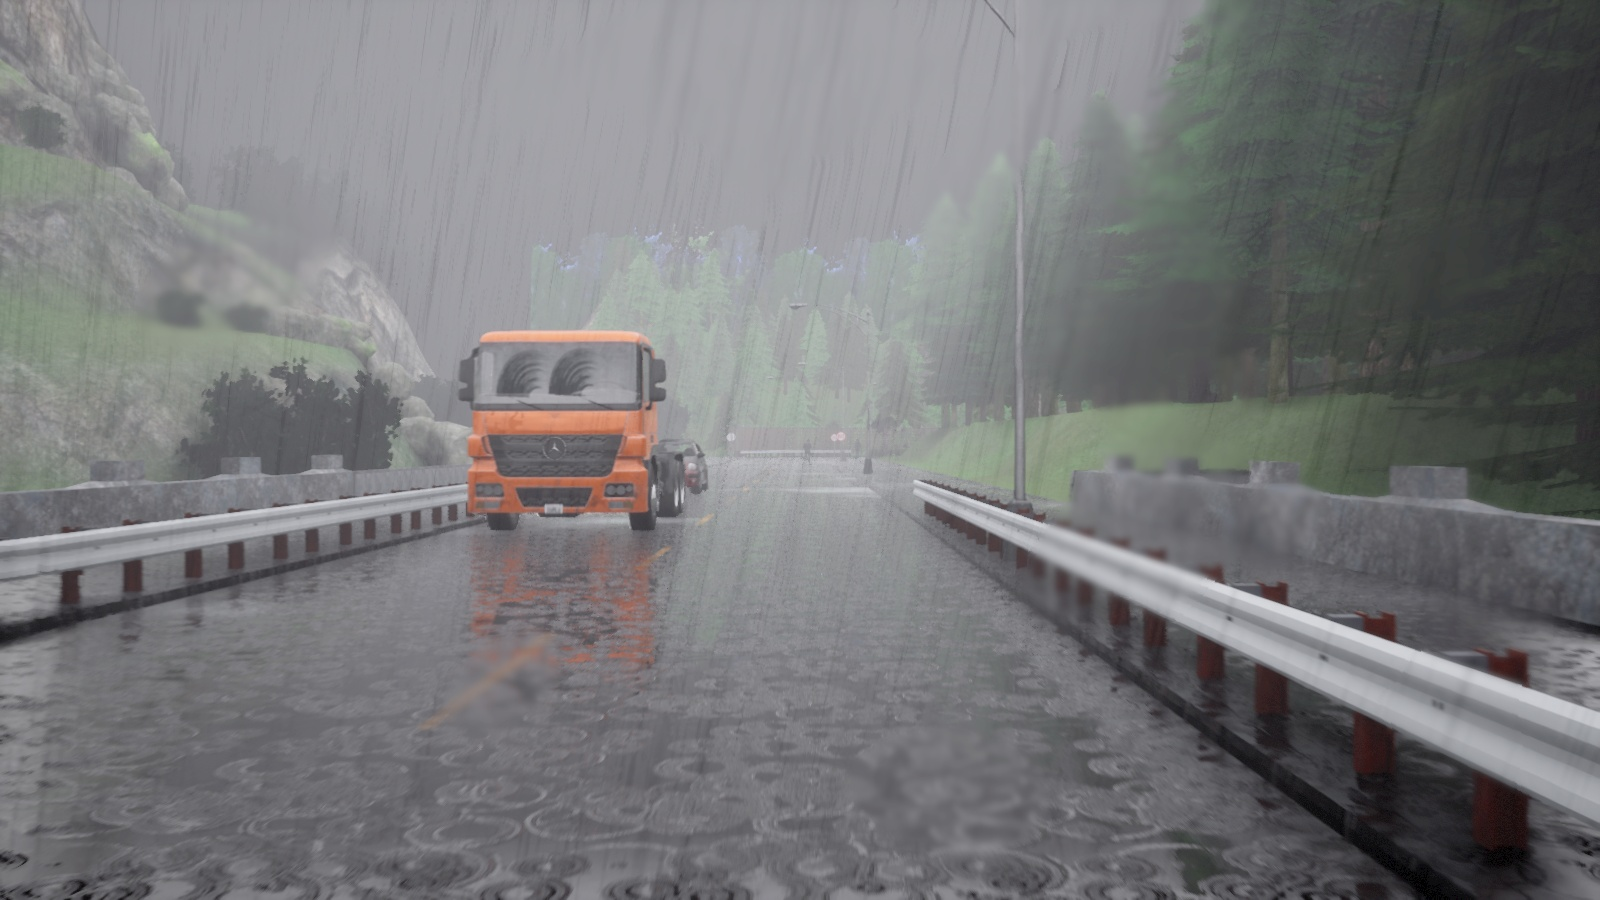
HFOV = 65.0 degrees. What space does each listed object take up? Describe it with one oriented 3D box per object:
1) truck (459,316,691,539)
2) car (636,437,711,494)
[{"bbox_3d":[-3.845,-0.371,23.542,2.891,3.462,7.936,0,0,0],"label":"truck"},{"bbox_3d":[-3.761,0.428,37.846,1.851,1.617,3.988,0,0,0],"label":"car"}]
